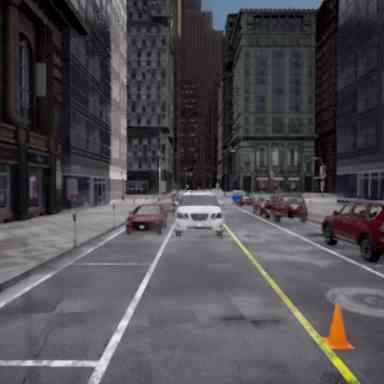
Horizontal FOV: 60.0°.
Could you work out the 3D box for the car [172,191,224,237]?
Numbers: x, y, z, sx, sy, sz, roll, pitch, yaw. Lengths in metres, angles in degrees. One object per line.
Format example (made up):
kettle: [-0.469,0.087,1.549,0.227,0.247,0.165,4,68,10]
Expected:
car: [0.340,0.988,16.799,2.150,2.045,5.566,0,1,0]

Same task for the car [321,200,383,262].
car: [6.261,1.179,11.489,2.192,1.841,5.009,0,1,0]

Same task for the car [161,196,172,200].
car: [-2.182,1.172,28.476,1.802,1.307,4.206,0,1,0]

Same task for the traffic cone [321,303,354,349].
traffic cone: [2.100,1.896,4.799,0.340,0.580,0.340,0,1,0]

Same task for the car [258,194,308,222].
car: [6.315,1.019,22.786,2.192,1.841,5.009,0,1,0]

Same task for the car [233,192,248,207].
car: [6.397,1.037,39.734,1.802,1.307,4.206,0,1,0]

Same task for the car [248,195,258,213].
car: [6.342,1.063,28.436,1.967,1.590,4.097,0,1,0]

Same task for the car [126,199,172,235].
car: [-2.237,1.297,17.179,1.887,1.381,4.507,0,1,0]

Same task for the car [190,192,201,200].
car: [0.635,0.749,58.766,1.895,1.301,4.718,0,1,0]

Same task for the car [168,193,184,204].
car: [-2.101,0.903,45.422,1.947,1.339,4.313,0,1,0]

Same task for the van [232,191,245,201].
van: [6.424,0.711,45.379,1.690,1.788,3.998,0,1,0]
